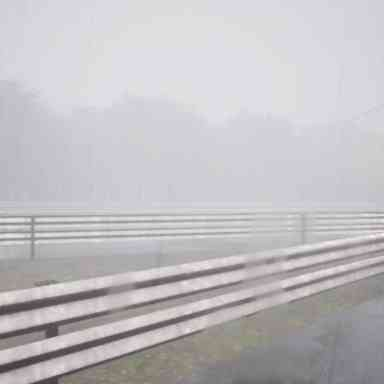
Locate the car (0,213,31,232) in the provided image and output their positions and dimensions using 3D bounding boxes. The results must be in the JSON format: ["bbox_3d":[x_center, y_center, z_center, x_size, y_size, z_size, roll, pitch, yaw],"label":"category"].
[{"bbox_3d":[-9.764,1.356,14.848,4.902,1.511,2.128,1,0,-17],"label":"car"}]
